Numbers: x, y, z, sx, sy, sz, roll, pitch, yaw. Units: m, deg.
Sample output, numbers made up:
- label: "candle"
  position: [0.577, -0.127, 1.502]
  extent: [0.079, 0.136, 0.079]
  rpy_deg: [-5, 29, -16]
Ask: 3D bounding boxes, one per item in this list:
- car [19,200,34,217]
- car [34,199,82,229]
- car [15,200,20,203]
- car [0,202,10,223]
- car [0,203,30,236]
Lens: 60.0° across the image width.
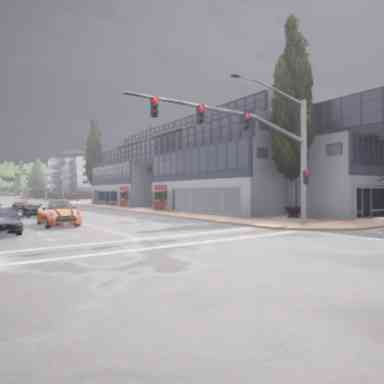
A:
- label: "car"
  position: [-14.233, 1.620, 30.395]
  extent: [1.895, 1.301, 4.718]
  rpy_deg: [0, 0, -33]
- label: "car"
  position: [-8.831, 1.359, 22.045]
  extent: [2.097, 1.767, 4.553]
  rpy_deg: [0, 0, -33]
- label: "car"
  position: [-20.008, 1.633, 39.410]
  extent: [1.895, 1.301, 4.718]
  rpy_deg: [0, 0, -33]
- label: "car"
  position: [-15.976, 1.582, 26.630]
  extent: [2.033, 1.411, 5.357]
  rpy_deg: [0, 0, -33]
- label: "car"
  position: [-10.487, 1.569, 18.186]
  extent: [2.033, 1.411, 5.357]
  rpy_deg: [0, 0, -33]
